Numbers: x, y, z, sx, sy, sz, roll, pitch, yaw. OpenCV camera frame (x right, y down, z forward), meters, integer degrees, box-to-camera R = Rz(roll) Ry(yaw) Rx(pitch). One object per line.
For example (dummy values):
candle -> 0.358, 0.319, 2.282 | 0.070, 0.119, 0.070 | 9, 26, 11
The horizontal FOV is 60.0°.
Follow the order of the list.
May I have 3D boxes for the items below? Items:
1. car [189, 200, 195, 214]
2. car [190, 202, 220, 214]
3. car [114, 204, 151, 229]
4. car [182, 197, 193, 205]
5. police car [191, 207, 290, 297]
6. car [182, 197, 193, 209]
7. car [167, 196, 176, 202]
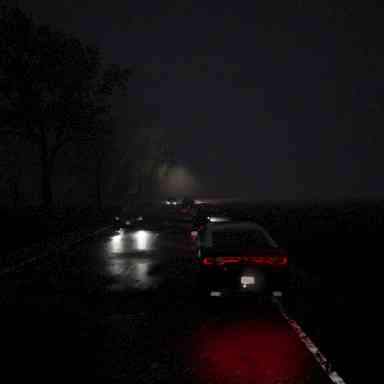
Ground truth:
car -> 0.881, 1.535, 24.637 | 1.812, 1.442, 4.674 | 0, 0, -1
car -> 0.942, 1.511, 18.631 | 1.837, 1.490, 4.892 | 0, 0, -1
car -> -3.743, 1.532, 21.601 | 1.812, 1.442, 4.674 | 0, 0, -1
car -> -0.820, 1.613, 61.895 | 1.994, 1.385, 4.181 | 0, 0, -1
police car -> 1.015, 1.426, 8.732 | 1.930, 1.638, 5.238 | 0, 0, 0
car -> -0.478, 1.631, 46.929 | 1.895, 1.301, 4.718 | 0, 0, -1
car -> -4.785, 1.677, 78.198 | 1.895, 1.301, 4.718 | 0, 0, -2
